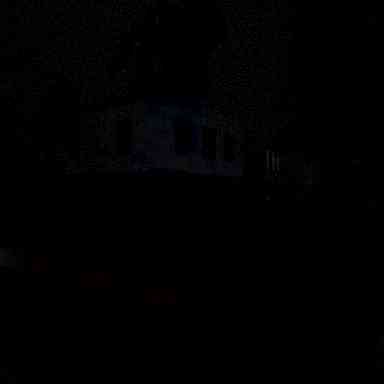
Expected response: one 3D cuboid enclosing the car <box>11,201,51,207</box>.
[{"bbox_3d":[-14.724,1.528,29.203,2.033,1.411,5.357,0,0,29],"label":"car"}]
